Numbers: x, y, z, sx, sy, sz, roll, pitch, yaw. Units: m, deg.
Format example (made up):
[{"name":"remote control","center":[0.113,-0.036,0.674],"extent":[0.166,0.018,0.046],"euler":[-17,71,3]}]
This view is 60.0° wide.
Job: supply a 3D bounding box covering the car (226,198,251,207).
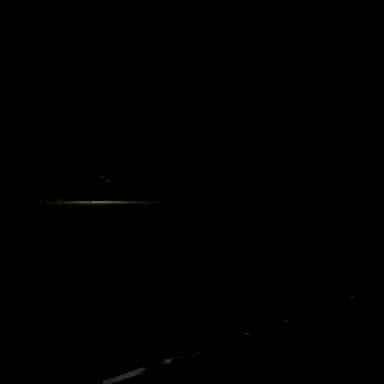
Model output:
[{"name":"car","center":[8.098,1.806,58.196],"extent":[1.882,1.535,5.008],"euler":[0,-1,-40]}]
